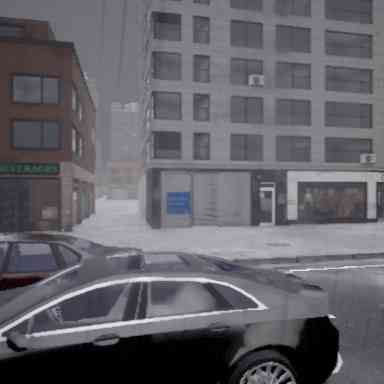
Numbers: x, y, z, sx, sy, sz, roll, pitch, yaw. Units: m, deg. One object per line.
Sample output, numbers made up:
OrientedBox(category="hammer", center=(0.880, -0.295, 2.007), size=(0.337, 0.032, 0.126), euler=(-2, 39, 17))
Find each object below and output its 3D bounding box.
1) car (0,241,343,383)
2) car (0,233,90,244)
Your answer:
OrientedBox(category="car", center=(-0.851, 1.483, 3.680), size=(4.902, 1.511, 2.128), euler=(0, 0, -12))
OrientedBox(category="car", center=(-3.472, 1.541, 6.454), size=(5.357, 1.411, 2.033), euler=(0, 0, -12))
